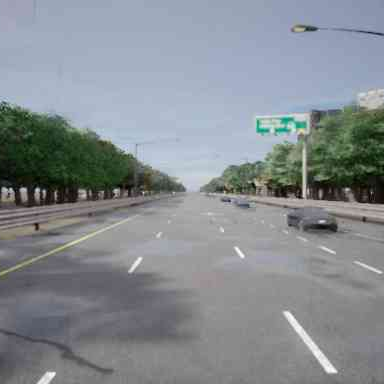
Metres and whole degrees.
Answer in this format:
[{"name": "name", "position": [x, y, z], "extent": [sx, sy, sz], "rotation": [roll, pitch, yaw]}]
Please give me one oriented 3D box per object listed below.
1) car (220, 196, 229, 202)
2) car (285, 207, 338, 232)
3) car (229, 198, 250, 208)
[{"name": "car", "position": [7.188, 1.502, 72.251], "extent": [1.994, 1.385, 4.181], "rotation": [0, 0, 0]}, {"name": "car", "position": [7.029, 1.561, 19.947], "extent": [1.994, 1.385, 4.181], "rotation": [0, 0, 0]}, {"name": "car", "position": [7.113, 1.516, 48.125], "extent": [2.033, 1.411, 5.357], "rotation": [0, 0, 0]}]
